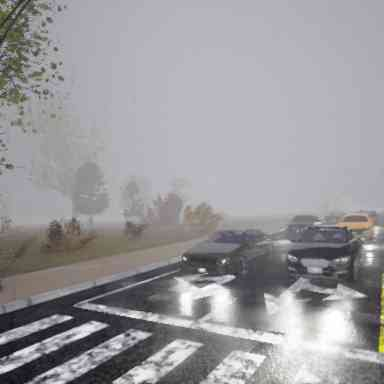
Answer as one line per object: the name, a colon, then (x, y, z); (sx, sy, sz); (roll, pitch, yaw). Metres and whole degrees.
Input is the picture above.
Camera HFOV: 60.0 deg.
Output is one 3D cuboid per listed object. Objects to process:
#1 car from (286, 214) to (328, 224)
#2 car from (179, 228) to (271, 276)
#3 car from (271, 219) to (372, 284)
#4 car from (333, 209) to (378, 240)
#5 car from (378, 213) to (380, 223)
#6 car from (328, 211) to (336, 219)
car: (7.878, 2.317, 23.145); (1.837, 1.490, 4.892); (-3, -3, 30)
car: (1.640, 2.069, 12.503); (2.033, 1.411, 5.357); (-3, -3, 30)
car: (4.469, 1.860, 10.914); (2.128, 1.511, 4.902); (-3, -3, 30)
car: (10.511, 2.126, 21.216); (1.882, 1.535, 5.008); (-3, -3, 30)
car: (17.760, 2.473, 33.525); (2.128, 1.511, 4.902); (-3, -3, 31)
car: (16.224, 2.793, 37.279); (1.895, 1.301, 4.718); (-3, -3, 31)
